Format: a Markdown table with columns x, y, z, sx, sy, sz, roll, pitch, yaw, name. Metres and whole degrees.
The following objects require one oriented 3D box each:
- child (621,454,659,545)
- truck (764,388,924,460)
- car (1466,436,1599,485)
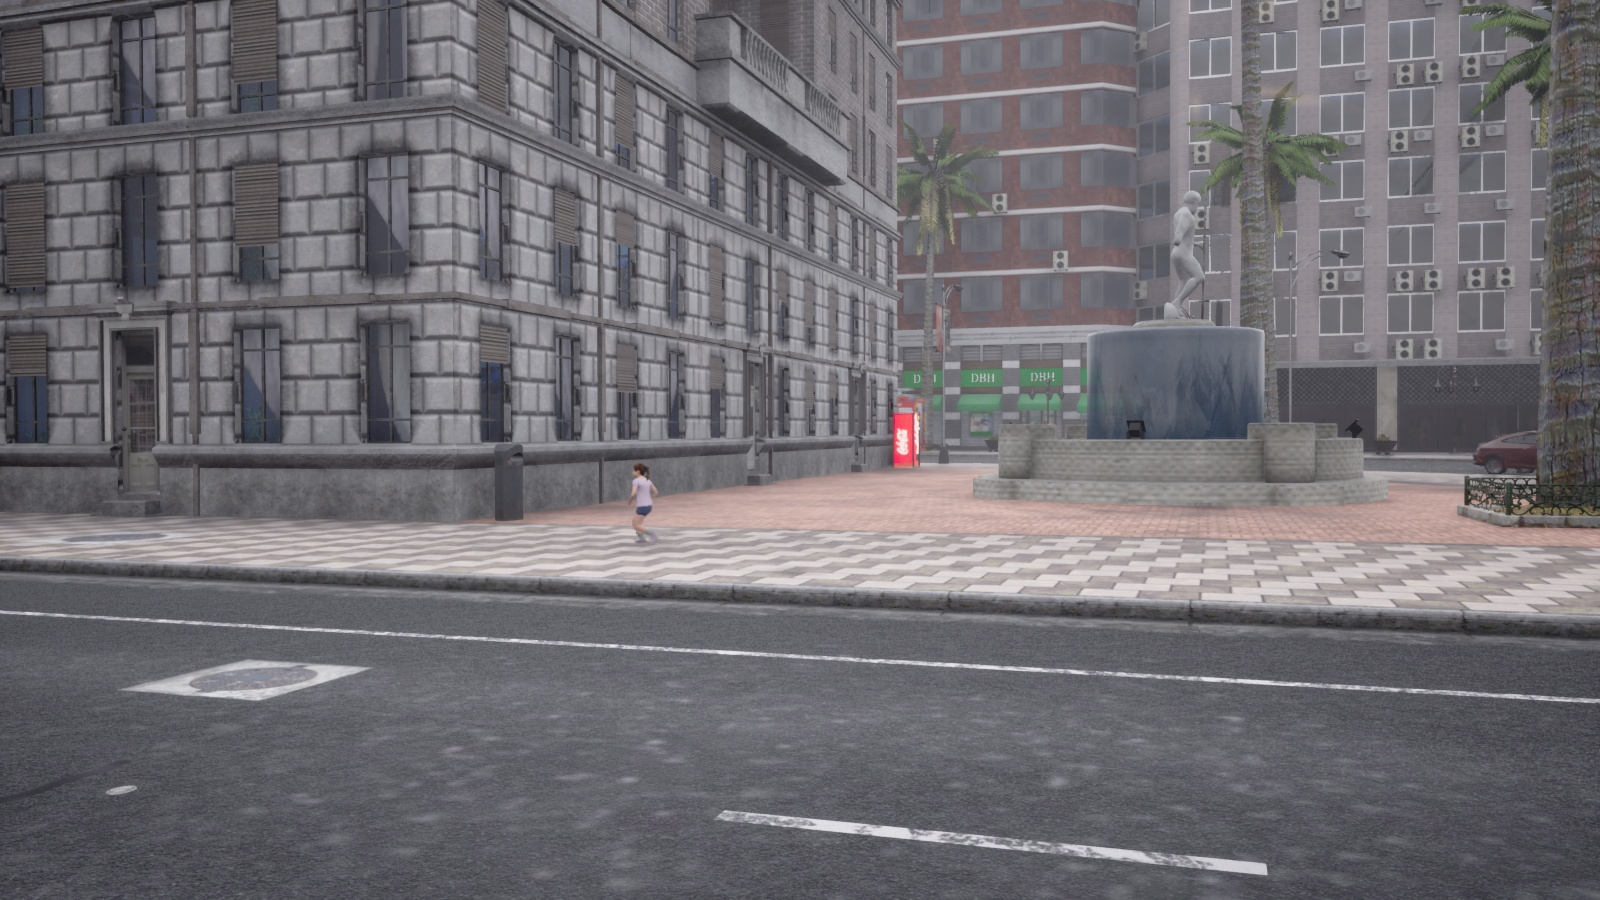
| x | y | z | sx | sy | sz | roll | pitch | yaw | name |
| --- | --- | --- | --- | --- | --- | --- | --- | --- | --- |
| -1.987 | 0.605 | 15.638 | 0.394 | 1.110 | 0.255 | 1 | 1 | 21 | child |
| 2.466 | -1.457 | 70.465 | 8.468 | 3.827 | 2.891 | 1 | 1 | 20 | truck |
| 24.142 | 0.298 | 40.273 | 1.812 | 1.442 | 4.674 | 0 | 1 | -28 | car |
